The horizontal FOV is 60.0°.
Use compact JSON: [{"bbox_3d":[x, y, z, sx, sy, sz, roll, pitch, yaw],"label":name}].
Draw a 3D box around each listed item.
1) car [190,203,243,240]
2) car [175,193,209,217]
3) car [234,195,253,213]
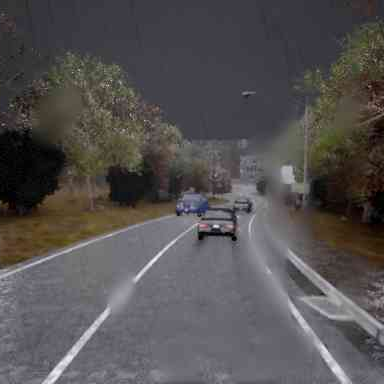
[{"bbox_3d":[1.400,1.530,16.888,2.033,1.411,5.357,1,0,8],"label":"car"},{"bbox_3d":[0.158,1.130,30.165,2.150,2.045,5.566,1,0,13],"label":"car"},{"bbox_3d":[5.685,1.489,36.881,2.128,1.511,4.902,1,0,15],"label":"car"}]
